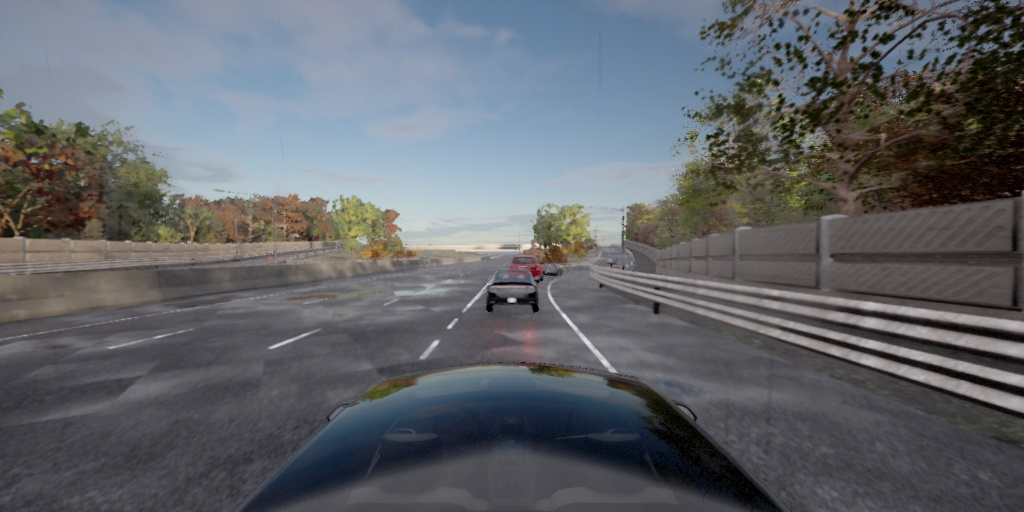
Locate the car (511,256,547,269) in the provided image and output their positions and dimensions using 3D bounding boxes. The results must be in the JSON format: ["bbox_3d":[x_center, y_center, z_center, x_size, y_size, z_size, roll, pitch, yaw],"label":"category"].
[{"bbox_3d":[1.172,1.001,27.005,2.150,2.045,5.566,0,0,9],"label":"car"}]

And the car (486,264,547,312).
[{"bbox_3d":[0.076,1.252,14.340,2.128,1.511,4.902,0,0,2],"label":"car"}]

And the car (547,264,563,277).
[{"bbox_3d":[4.495,1.627,40.494,1.994,1.385,4.181,0,-1,18],"label":"car"}]
